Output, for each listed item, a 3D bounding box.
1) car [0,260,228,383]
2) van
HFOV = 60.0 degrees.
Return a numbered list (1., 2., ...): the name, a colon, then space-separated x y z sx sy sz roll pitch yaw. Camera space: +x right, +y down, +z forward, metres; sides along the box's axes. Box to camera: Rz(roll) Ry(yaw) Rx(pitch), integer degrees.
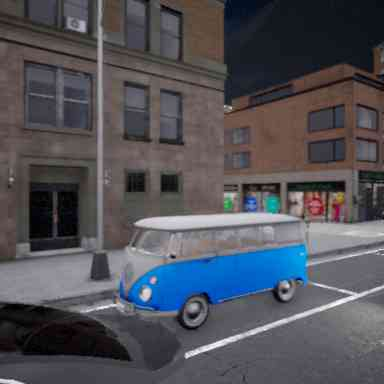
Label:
1. car: -2.184 1.506 1.503 4.892 1.490 1.837 0 0 -35
2. van: 0.552 1.343 6.608 3.998 1.788 1.690 0 0 -36
